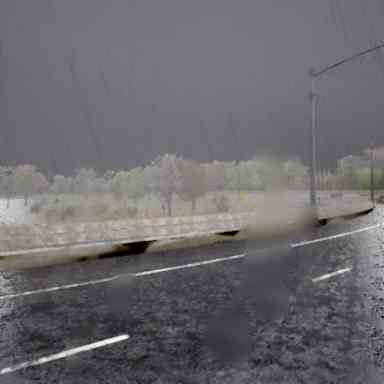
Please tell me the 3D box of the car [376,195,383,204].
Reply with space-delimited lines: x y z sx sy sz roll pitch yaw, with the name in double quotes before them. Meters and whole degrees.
"car" 36.811 1.427 63.517 2.097 1.767 4.553 0 0 15
